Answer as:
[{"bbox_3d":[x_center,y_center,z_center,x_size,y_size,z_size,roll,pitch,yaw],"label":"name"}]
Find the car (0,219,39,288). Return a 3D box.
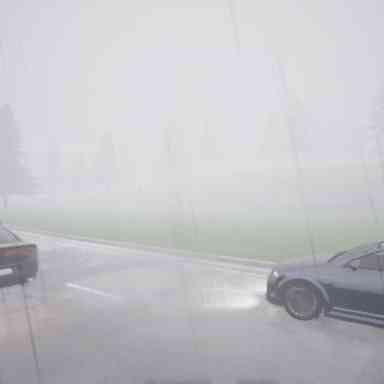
[{"bbox_3d":[-5.846,1.530,8.460,5.008,1.535,1.882,0,0,38],"label":"car"}]

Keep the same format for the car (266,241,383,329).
[{"bbox_3d":[3.477,1.565,5.857,4.181,1.385,1.994,0,0,35],"label":"car"}]
